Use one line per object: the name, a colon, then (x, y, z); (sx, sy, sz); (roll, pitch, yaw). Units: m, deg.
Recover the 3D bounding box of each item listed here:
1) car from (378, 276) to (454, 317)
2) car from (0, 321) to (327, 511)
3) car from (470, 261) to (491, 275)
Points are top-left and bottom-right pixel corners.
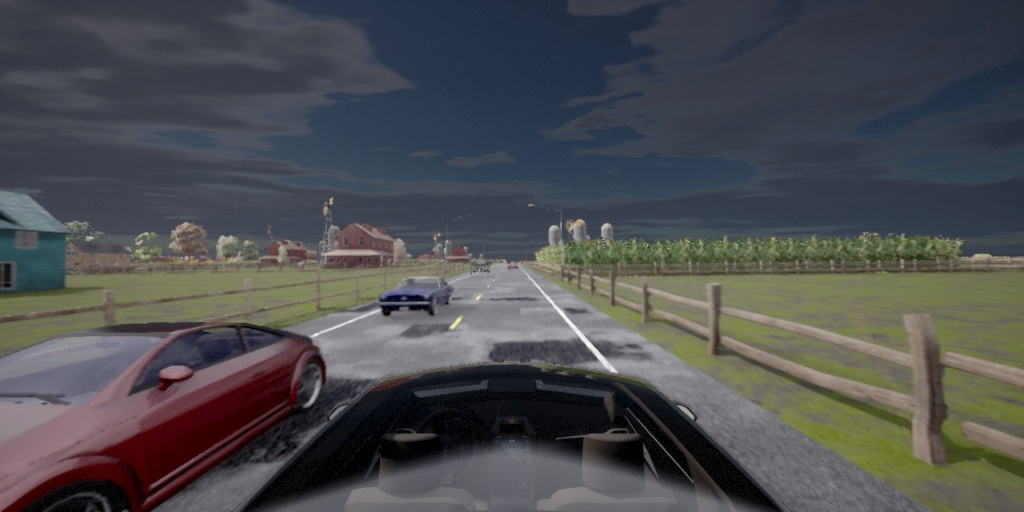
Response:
car: (-3.566, 1.472, 14.092); (1.895, 1.301, 4.718); (-1, 0, 0)
car: (-3.601, 1.361, 3.332); (1.994, 1.385, 4.181); (-1, 0, 1)
car: (-3.413, 1.262, 39.579); (1.994, 1.385, 4.181); (-1, 0, 0)
